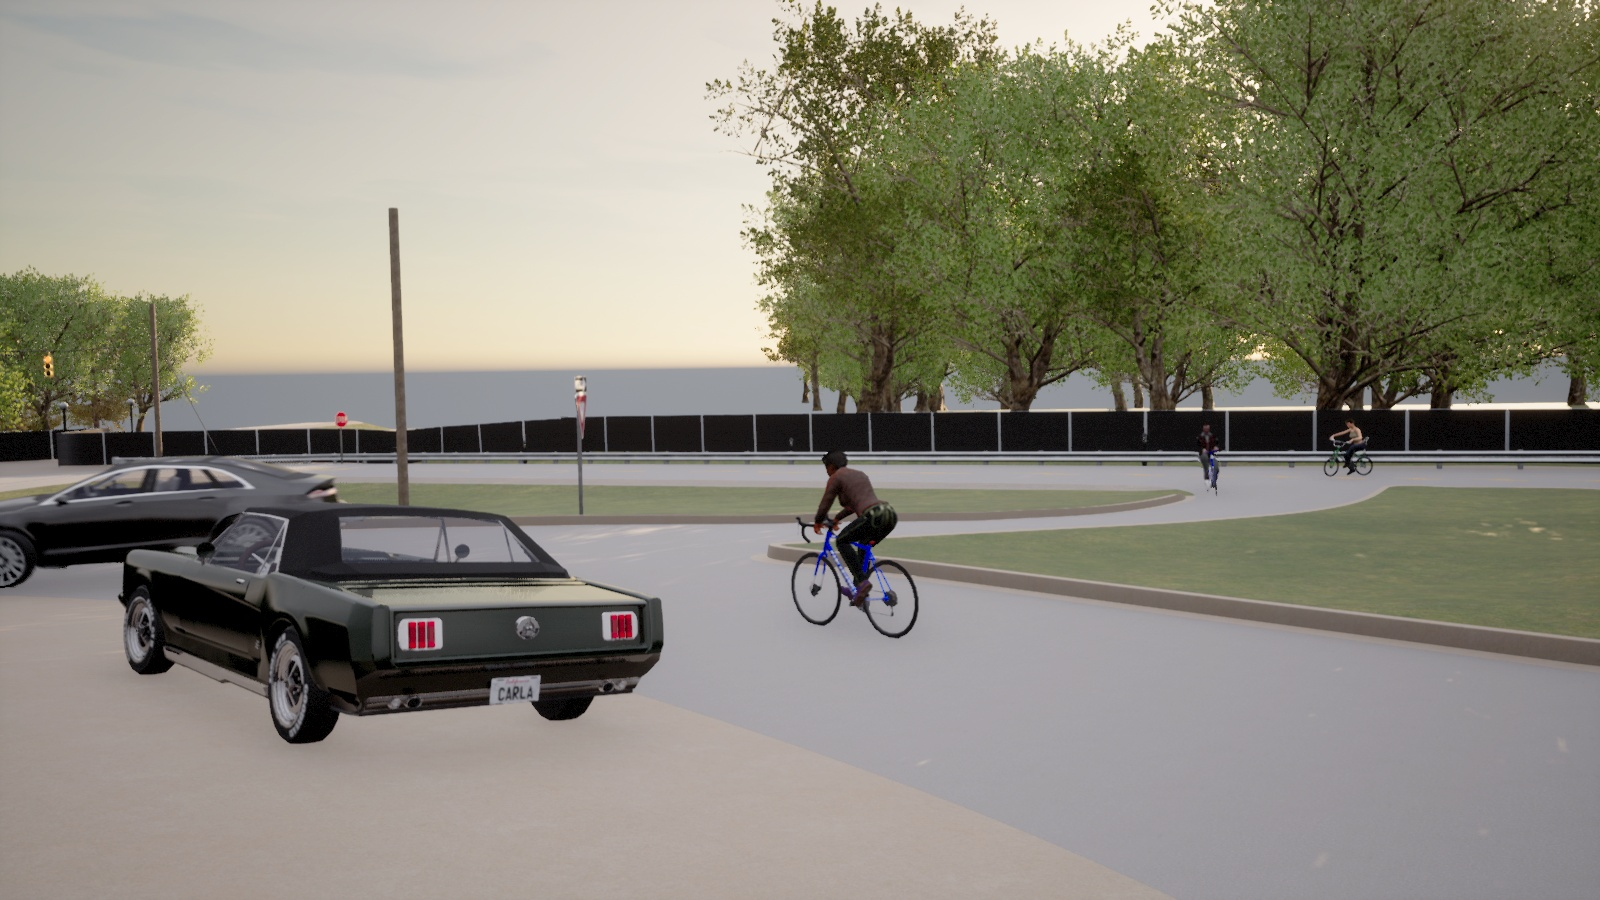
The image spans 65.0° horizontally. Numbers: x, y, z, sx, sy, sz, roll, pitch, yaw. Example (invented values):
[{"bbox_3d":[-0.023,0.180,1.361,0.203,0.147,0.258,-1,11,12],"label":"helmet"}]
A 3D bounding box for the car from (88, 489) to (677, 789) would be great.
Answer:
[{"bbox_3d":[-3.020,1.001,8.317,1.895,1.301,4.718,5,-3,-42],"label":"car"}]

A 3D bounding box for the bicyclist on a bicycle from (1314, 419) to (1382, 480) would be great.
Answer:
[{"bbox_3d":[15.288,-0.038,35.025,1.509,1.612,0.866,-2,3,-6],"label":"bicyclist on a bicycle"}]

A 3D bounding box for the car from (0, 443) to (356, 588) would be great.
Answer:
[{"bbox_3d":[-8.664,0.821,16.626,4.902,1.511,2.128,-3,4,-10],"label":"car"}]

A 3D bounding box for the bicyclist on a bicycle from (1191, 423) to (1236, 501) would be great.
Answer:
[{"bbox_3d":[10.163,0.269,30.920,0.659,1.776,1.843,-4,2,10],"label":"bicyclist on a bicycle"}]

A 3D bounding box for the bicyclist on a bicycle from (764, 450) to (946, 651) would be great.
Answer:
[{"bbox_3d":[0.457,0.830,11.160,0.582,1.620,1.656,-4,3,-41],"label":"bicyclist on a bicycle"}]
